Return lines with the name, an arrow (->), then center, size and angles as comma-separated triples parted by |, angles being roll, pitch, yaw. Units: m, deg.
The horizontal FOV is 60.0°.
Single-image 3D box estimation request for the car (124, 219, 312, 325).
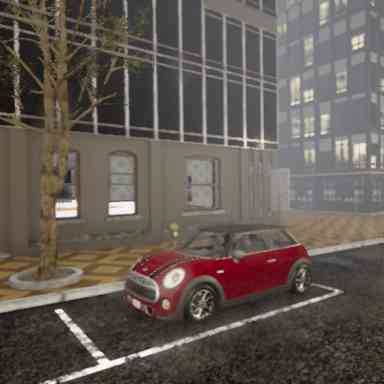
car -> 0.644, 1.441, 7.035 | 4.097, 1.590, 1.967 | 0, -1, -35
